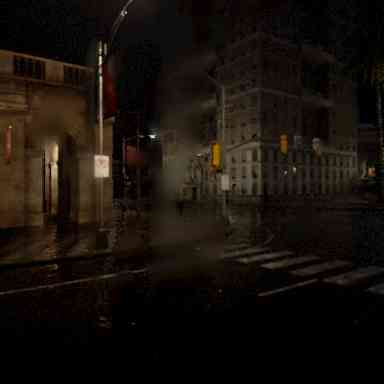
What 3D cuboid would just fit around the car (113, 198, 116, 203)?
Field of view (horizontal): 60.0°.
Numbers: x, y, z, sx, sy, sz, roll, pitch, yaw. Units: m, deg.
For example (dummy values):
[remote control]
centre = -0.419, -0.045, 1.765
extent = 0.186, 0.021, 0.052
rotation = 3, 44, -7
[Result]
[car]
centre = -15.103, 1.330, 59.307
extent = 1.994, 1.385, 4.181
rotation = -1, 0, -36
